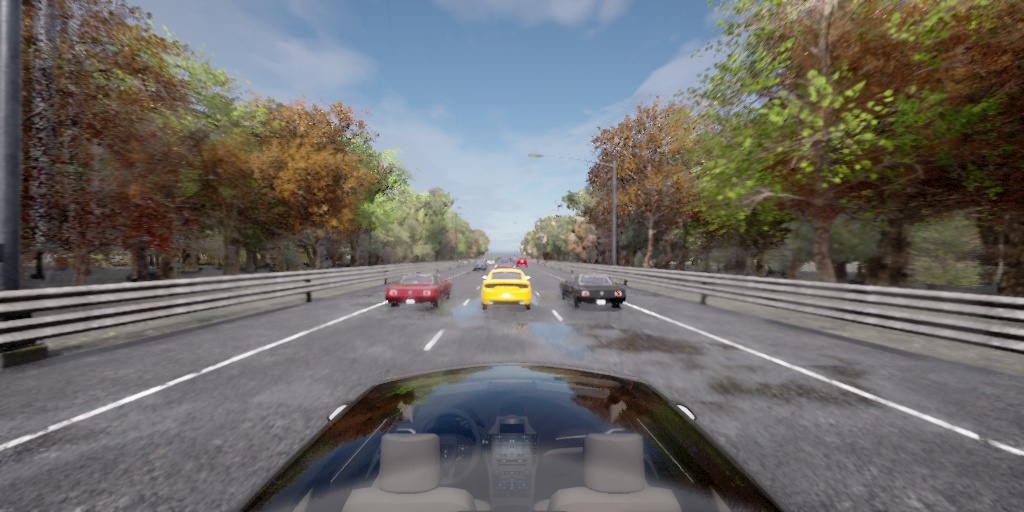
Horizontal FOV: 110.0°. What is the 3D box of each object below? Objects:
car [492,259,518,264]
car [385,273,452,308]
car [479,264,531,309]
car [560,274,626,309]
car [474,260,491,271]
[{"bbox_3d":[-0.642,1.355,34.466,1.882,1.535,5.008,0,0,-1],"label":"car"},{"bbox_3d":[-3.745,1.384,15.310,1.895,1.301,4.718,0,0,-1],"label":"car"},{"bbox_3d":[-0.244,1.283,15.403,1.882,1.535,5.008,0,0,-1],"label":"car"},{"bbox_3d":[3.254,1.428,15.456,1.895,1.301,4.718,0,0,-1],"label":"car"},{"bbox_3d":[-4.518,1.463,52.364,2.033,1.411,5.357,0,0,-1],"label":"car"}]
